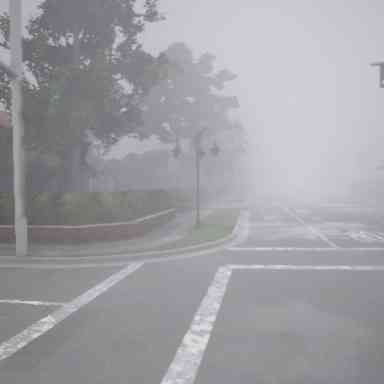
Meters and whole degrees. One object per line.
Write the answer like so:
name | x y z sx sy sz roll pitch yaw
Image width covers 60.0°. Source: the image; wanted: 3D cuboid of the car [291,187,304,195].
car | 19.927 -0.269 62.671 1.812 1.442 4.674 -1 1 10
